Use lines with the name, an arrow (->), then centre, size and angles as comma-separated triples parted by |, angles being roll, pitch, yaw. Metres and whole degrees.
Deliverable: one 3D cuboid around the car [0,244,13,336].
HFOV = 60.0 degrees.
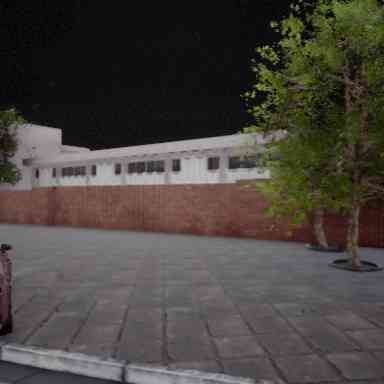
car -> -4.202, 1.499, 5.774 | 1.812, 1.442, 4.674 | -4, 3, -29
